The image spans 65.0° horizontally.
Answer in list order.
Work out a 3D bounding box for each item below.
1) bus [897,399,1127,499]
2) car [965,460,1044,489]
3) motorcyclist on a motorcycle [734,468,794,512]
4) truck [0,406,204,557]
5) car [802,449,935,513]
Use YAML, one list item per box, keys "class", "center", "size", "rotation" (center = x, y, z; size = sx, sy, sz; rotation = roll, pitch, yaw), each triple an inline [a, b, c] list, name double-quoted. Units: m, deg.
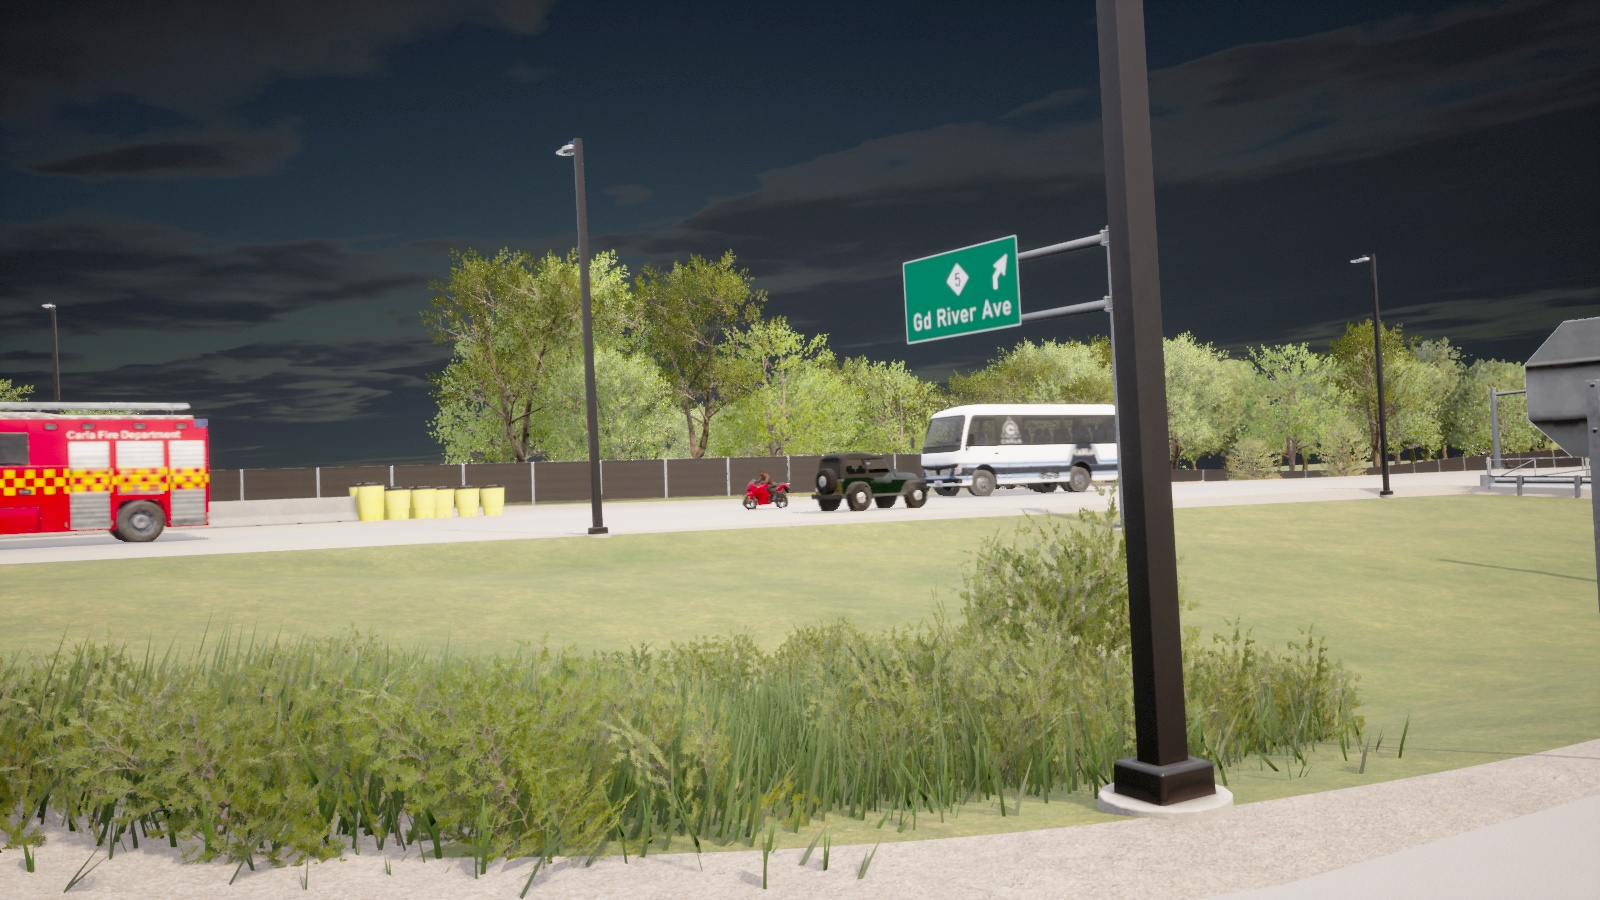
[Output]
- class: "bus"
  center: [10.046, -0.081, 59.185]
  size: [10.273, 4.253, 3.944]
  rotation: [-2, -2, -28]
- class: "car"
  center: [12.125, 1.476, 74.641]
  size: [2.007, 1.525, 4.514]
  rotation: [-2, -1, -35]
- class: "motorcyclist on a motorcycle"
  center: [-1.329, 1.481, 46.731]
  size: [2.044, 1.523, 0.797]
  rotation: [-2, -2, -35]
- class: "truck"
  center: [-20.776, 0.861, 33.338]
  size: [8.468, 3.827, 2.891]
  rotation: [-2, -2, -35]
- class: "car"
  center: [2.239, 0.994, 40.706]
  size: [3.866, 1.878, 1.905]
  rotation: [-2, -2, -35]
